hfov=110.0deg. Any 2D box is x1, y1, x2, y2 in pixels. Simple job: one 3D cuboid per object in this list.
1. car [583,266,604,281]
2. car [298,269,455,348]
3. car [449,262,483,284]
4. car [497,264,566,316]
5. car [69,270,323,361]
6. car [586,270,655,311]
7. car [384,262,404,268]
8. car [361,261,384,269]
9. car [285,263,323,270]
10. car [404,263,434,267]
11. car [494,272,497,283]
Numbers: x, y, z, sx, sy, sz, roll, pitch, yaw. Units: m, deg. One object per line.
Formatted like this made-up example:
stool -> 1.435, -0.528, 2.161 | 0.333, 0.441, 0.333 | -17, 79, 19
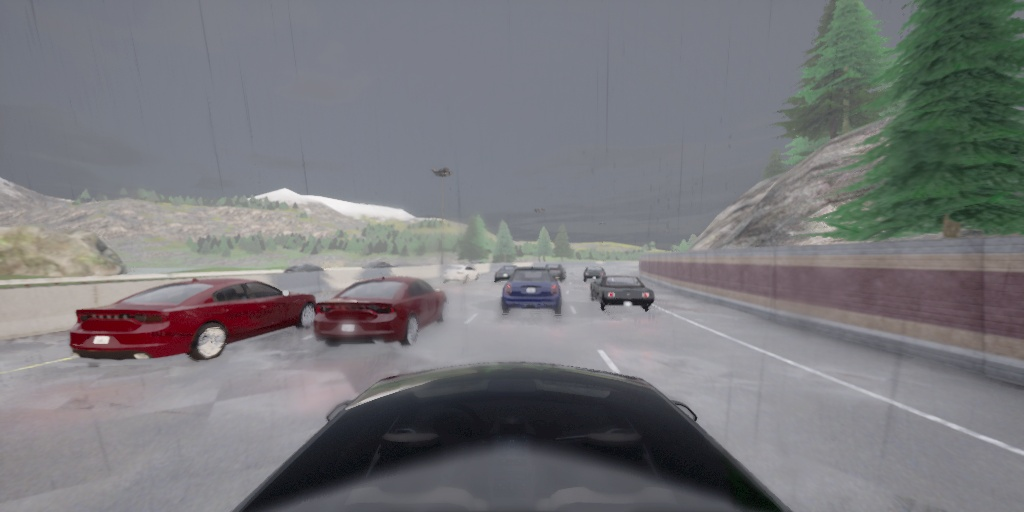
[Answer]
car -> 7.511, 1.575, 32.536 | 1.895, 1.301, 4.718 | 0, 0, 14
car -> -3.062, 1.266, 9.462 | 1.882, 1.535, 5.008 | 0, 0, 3
car -> -4.044, 1.434, 28.801 | 1.812, 1.442, 4.674 | 0, 0, 11
car -> 0.832, 1.184, 14.123 | 2.097, 1.767, 4.553 | 0, 0, 5
car -> -6.625, 1.246, 8.363 | 1.882, 1.535, 5.008 | 0, 0, 3
car -> 4.425, 1.452, 15.153 | 1.895, 1.301, 4.718 | 0, 0, 6
car -> -14.147, 1.550, 46.562 | 1.994, 1.385, 4.181 | 0, 0, 18
car -> -17.708, 1.478, 46.952 | 1.837, 1.490, 4.892 | 0, 0, 17
car -> -23.208, 1.475, 39.991 | 1.994, 1.385, 4.181 | 0, 0, 14
car -> -11.064, 1.549, 44.712 | 1.994, 1.385, 4.181 | 0, 0, 17
car -> -0.125, 1.497, 30.414 | 1.994, 1.385, 4.181 | 0, 0, 12
